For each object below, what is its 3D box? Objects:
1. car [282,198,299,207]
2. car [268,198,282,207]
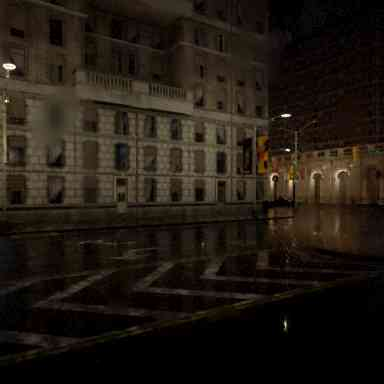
[{"bbox_3d":[14.406,1.564,51.366,1.994,1.385,4.181,0,0,-32],"label":"car"},{"bbox_3d":[10.866,1.601,50.404,1.895,1.301,4.718,0,0,-32],"label":"car"}]
